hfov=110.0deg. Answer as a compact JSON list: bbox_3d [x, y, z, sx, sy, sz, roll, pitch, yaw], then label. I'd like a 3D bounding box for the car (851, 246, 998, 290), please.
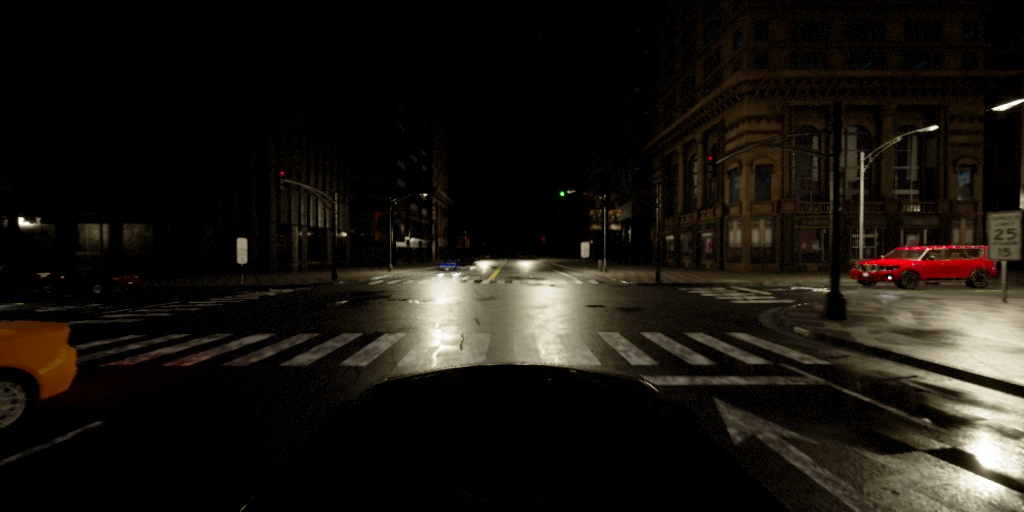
[{"bbox_3d":[20.205,0.534,17.698,5.566,2.045,2.150,-1,1,0],"label":"car"}]

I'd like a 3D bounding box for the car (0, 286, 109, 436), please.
[{"bbox_3d":[-6.499,1.234,2.401,1.882,1.535,5.008,0,0,0],"label":"car"}]

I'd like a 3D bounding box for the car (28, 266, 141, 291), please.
[{"bbox_3d":[-23.969,1.420,20.454,4.507,1.381,1.888,0,0,0],"label":"car"}]

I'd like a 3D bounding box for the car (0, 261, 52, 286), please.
[{"bbox_3d":[-29.056,1.259,20.473,5.009,1.841,2.192,0,0,0],"label":"car"}]

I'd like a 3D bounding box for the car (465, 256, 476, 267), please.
[{"bbox_3d":[-6.491,0.807,52.802,1.882,1.535,5.008,0,2,0],"label":"car"}]

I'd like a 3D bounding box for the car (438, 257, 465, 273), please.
[{"bbox_3d":[-6.487,1.001,38.028,1.812,1.442,4.674,0,1,0],"label":"car"}]
